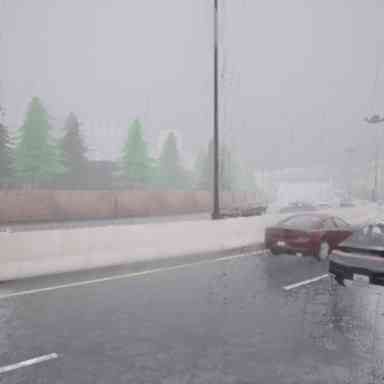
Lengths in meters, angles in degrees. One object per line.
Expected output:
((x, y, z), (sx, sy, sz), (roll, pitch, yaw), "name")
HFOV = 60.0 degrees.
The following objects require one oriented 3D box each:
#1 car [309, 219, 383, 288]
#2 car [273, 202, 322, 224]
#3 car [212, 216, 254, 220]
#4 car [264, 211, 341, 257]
((5.237, 1.529, 8.265), (4.902, 1.511, 2.128), (0, 0, -41), "car")
((8.579, 1.621, 26.791), (2.128, 1.511, 4.902), (0, 0, 39), "car")
((3.521, 1.736, 26.265), (1.895, 1.301, 4.718), (0, 0, 42), "car")
((4.744, 1.538, 12.472), (5.008, 1.535, 1.882), (0, 0, -42), "car")
